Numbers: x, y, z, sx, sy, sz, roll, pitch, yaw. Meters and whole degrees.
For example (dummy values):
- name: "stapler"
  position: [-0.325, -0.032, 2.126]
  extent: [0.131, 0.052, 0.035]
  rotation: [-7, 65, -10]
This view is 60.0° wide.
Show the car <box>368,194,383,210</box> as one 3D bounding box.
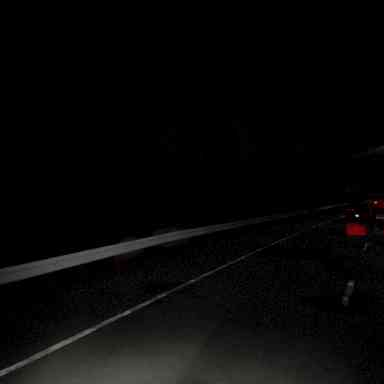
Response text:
- name: "car"
  position: [21.098, 1.221, 37.587]
  extent: [2.150, 2.045, 5.566]
  rotation: [0, 0, 35]

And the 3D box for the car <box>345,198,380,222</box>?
- name: "car"
  position: [13.690, 1.505, 26.854]
  extent: [1.837, 1.490, 4.892]
  rotation: [0, 0, 34]
